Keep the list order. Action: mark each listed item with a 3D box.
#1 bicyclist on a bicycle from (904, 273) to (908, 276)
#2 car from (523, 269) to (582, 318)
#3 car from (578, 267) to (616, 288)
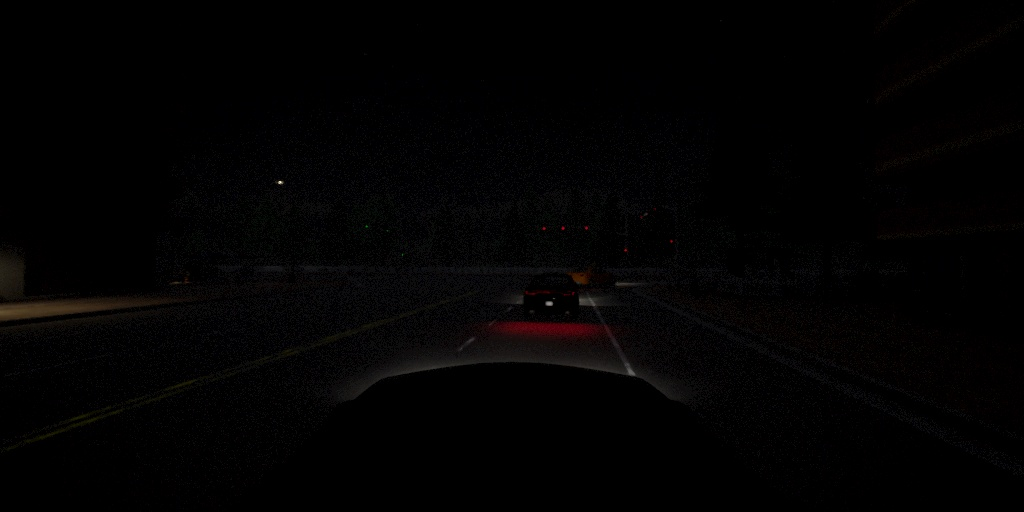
[{"bbox_3d":[26.075,1.367,23.231,0.582,1.620,1.656,0,-1,9],"label":"bicyclist on a bicycle"},{"bbox_3d":[1.603,1.398,13.923,1.882,1.535,5.008,0,-1,10],"label":"car"},{"bbox_3d":[6.188,1.592,27.840,1.882,1.535,5.008,-2,-1,44],"label":"car"}]
